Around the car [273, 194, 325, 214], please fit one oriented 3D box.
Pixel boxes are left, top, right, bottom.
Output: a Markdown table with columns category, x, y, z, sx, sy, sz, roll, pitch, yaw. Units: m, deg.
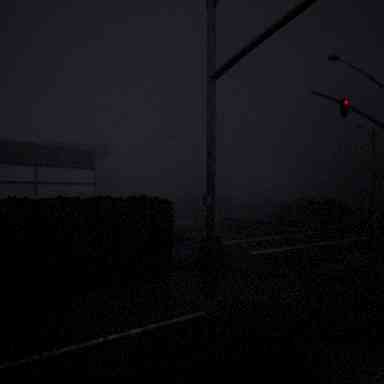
| category | x | y | z | sx | sy | sz | roll | pitch | yaw |
| --- | --- | --- | --- | --- | --- | --- | --- | --- | --- |
| car | 10.854 | 1.309 | 32.959 | 5.027 | 1.636 | 2.152 | 0 | 0 | -35 |

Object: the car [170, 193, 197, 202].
| category | x | y | z | sx | sy | sz | roll | pitch | yaw |
| --- | --- | --- | --- | --- | --- | --- | --- | --- | --- |
| car | -1.923 | 1.070 | 65.882 | 4.605 | 1.855 | 1.932 | 0 | 0 | -35 |

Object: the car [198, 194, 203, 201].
| category | x | y | z | sx | sy | sz | roll | pitch | yaw |
| --- | --- | --- | --- | --- | --- | --- | --- | --- | --- |
| car | 2.293 | 1.263 | 77.312 | 4.514 | 1.523 | 2.007 | 0 | 0 | -35 |

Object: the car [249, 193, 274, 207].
| category | x | y | z | sx | sy | sz | roll | pitch | yaw |
| --- | --- | --- | --- | --- | --- | --- | --- | --- | --- |
| car | 10.342 | 1.292 | 47.064 | 3.633 | 1.501 | 1.845 | 0 | 0 | -35 |

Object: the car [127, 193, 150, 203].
| category | x | y | z | sx | sy | sz | roll | pitch | yaw |
| --- | --- | --- | --- | --- | --- | --- | --- | --- | --- |
| car | -10.253 | 1.056 | 64.059 | 3.866 | 1.878 | 1.905 | 0 | 0 | -35 |

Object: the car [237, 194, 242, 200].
| category | x | y | z | sx | sy | sz | roll | pitch | yaw |
| --- | --- | --- | --- | --- | --- | --- | --- | --- | --- |
| car | 10.167 | 1.191 | 78.357 | 3.806 | 1.475 | 1.970 | 0 | 0 | -35 |

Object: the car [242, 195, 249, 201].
| category | x | y | z | sx | sy | sz | roll | pitch | yaw |
| --- | --- | --- | --- | --- | --- | --- | --- | --- | --- |
| car | 14.115 | 1.112 | 73.287 | 5.027 | 1.636 | 2.152 | 0 | 0 | -35 |

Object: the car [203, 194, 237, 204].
| category | x | y | z | sx | sy | sz | roll | pitch | yaw |
| --- | --- | --- | --- | --- | --- | --- | --- | --- | --- |
| car | 4.642 | 1.271 | 55.272 | 4.514 | 1.523 | 2.007 | 0 | 0 | -35 |

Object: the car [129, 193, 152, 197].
| category | x | y | z | sx | sy | sz | roll | pitch | yaw |
| --- | --- | --- | --- | --- | --- | --- | --- | --- | --- |
| car | -8.845 | 1.341 | 60.986 | 3.806 | 1.475 | 1.970 | 0 | 0 | -35 |

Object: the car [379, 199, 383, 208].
| category | x | y | z | sx | sy | sz | roll | pitch | yaw |
| --- | --- | --- | --- | --- | --- | --- | --- | --- | --- |
| car | 26.226 | 1.348 | 43.550 | 3.806 | 1.475 | 1.970 | 0 | 0 | -35 |

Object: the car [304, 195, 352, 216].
| category | x | y | z | sx | sy | sz | roll | pitch | yaw |
| --- | --- | --- | --- | --- | --- | --- | --- | --- | --- |
| car | 12.697 | 1.318 | 30.420 | 4.514 | 1.523 | 2.007 | 0 | 0 | -35 |
